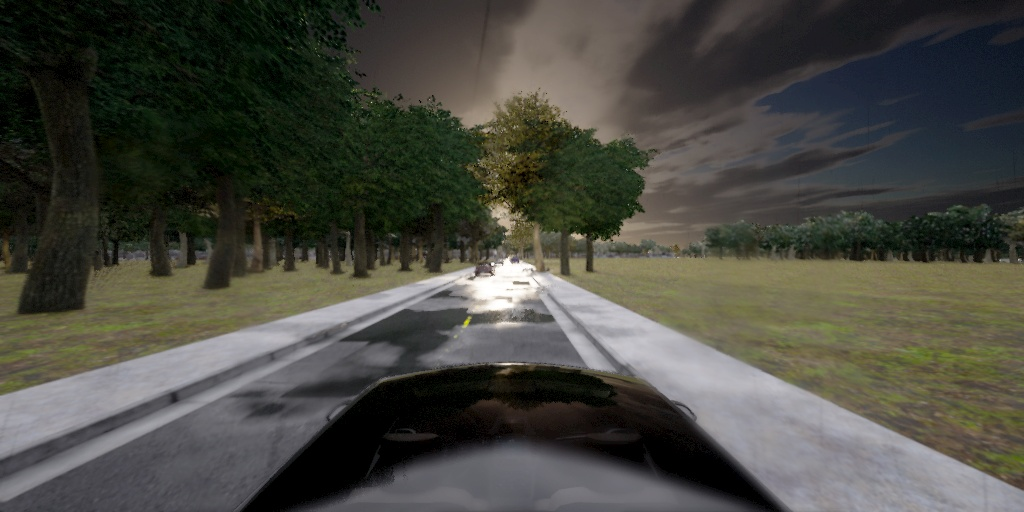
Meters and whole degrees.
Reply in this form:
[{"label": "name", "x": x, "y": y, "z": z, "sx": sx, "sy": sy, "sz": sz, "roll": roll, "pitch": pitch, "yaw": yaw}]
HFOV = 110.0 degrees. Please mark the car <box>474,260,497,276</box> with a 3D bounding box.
[{"label": "car", "x": -2.833, "y": 1.336, "z": 37.745, "sx": 1.812, "sy": 1.442, "sz": 4.674, "roll": 0, "pitch": 0, "yaw": 0}]
